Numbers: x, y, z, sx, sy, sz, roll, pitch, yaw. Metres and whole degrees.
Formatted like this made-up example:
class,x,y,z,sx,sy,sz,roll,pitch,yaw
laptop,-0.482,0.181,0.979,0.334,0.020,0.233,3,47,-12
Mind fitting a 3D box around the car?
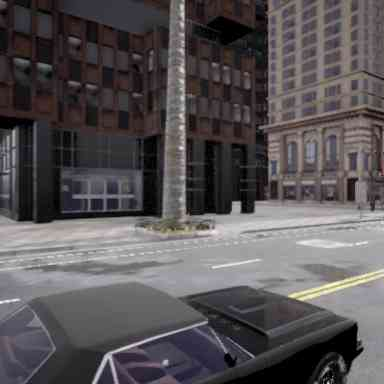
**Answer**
class,x,y,z,sx,sy,sz,roll,pitch,yaw
car,-0.387,1.606,3.161,4.718,1.301,1.895,0,0,-35
